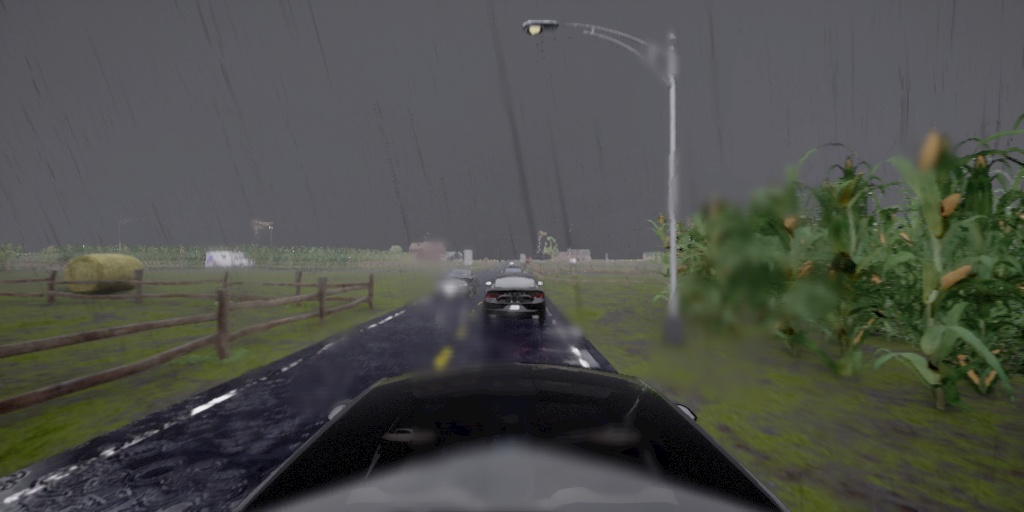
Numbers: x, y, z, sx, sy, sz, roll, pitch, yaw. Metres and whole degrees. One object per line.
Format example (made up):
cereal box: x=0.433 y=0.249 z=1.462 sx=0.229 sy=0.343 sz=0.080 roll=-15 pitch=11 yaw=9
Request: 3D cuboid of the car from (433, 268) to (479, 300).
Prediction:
car: x=-2.845 y=1.403 z=18.996 sx=2.128 sy=1.511 sz=4.902 roll=0 pitch=-1 yaw=0

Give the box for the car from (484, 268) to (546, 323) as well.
car: x=0.095 y=1.329 z=12.589 sx=1.882 sy=1.535 sz=5.008 roll=0 pitch=-1 yaw=0

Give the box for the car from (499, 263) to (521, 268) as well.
car: x=0.105 y=1.553 z=29.062 sx=2.033 sy=1.411 sz=5.357 roll=0 pitch=-1 yaw=0
